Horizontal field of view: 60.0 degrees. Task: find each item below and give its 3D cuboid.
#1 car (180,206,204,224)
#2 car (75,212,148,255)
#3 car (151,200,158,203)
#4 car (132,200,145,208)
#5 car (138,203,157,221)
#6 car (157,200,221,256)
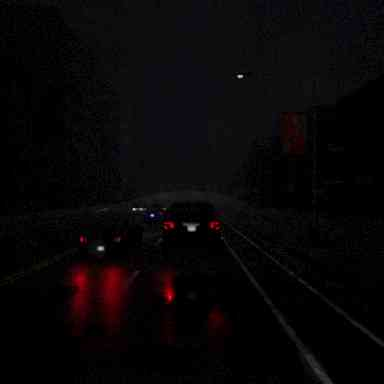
[{"bbox_3d":[-0.008,1.952,29.096,1.895,1.301,4.718,0,-1,0],"label":"car"},{"bbox_3d":[-3.254,1.752,14.093,1.895,1.301,4.718,0,-1,0],"label":"car"},{"bbox_3d":[-6.569,2.151,61.978,1.882,1.535,5.008,0,0,1],"label":"car"},{"bbox_3d":[-9.806,2.219,61.786,2.033,1.411,5.357,0,0,1],"label":"car"},{"bbox_3d":[-3.256,1.918,29.325,1.994,1.385,4.181,0,-1,0],"label":"car"},{"bbox_3d":[-0.004,1.367,14.028,2.150,2.045,5.566,0,-1,0],"label":"car"}]
